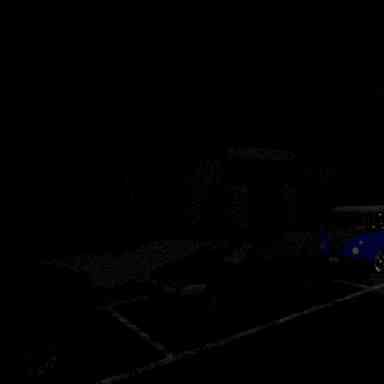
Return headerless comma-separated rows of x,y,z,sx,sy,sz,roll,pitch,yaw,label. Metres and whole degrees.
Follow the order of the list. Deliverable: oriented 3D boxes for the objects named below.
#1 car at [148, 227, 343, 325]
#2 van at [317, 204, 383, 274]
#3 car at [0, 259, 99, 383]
1.122,1.559,7.004,4.206,1.307,1.802,0,0,-36,car
5.519,1.293,10.158,3.998,1.788,1.690,0,0,-36,van
-3.276,1.568,3.848,4.313,1.339,1.947,0,0,-36,car
